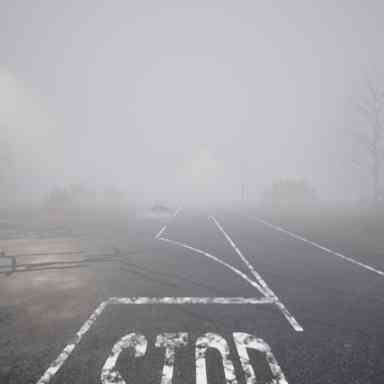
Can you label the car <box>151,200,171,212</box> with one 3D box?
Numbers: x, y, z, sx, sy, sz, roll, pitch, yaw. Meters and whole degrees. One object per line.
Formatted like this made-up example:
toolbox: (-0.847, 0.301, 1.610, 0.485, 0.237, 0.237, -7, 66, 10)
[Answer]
car: (-3.468, 1.572, 37.662, 1.895, 1.301, 4.718, 0, 0, 0)
